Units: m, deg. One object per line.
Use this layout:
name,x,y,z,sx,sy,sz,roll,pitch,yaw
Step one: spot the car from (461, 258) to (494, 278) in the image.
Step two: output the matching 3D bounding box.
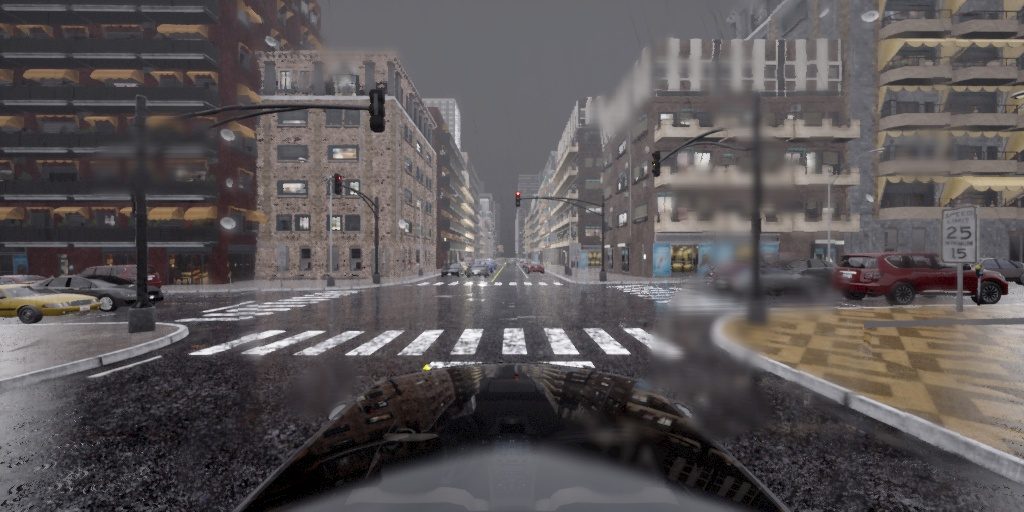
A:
car,-3.172,1.247,34.014,2.128,1.511,4.902,0,0,0

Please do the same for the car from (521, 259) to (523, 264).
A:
car,2.590,1.200,46.524,1.967,1.591,4.097,0,0,0

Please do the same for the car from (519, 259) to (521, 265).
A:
car,2.565,1.349,57.889,1.802,1.307,4.207,0,0,0

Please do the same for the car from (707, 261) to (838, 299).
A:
car,11.180,1.084,15.692,4.181,1.385,1.994,-1,0,-1

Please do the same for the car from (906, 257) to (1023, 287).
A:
car,24.723,0.807,19.044,5.357,1.411,2.033,-1,0,-1

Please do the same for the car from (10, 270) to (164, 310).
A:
car,-17.898,1.560,15.370,4.892,1.490,1.837,-1,0,-1

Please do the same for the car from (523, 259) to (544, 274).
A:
car,2.603,1.198,40.842,1.967,1.591,4.097,0,0,0

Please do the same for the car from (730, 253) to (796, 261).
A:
car,14.531,0.759,21.520,5.009,1.841,2.192,0,0,-1

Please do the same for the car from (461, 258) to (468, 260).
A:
car,-5.777,1.284,40.651,1.751,1.417,4.829,0,0,0

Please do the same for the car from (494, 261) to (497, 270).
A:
car,-3.192,1.237,43.437,1.882,1.535,5.008,0,0,0

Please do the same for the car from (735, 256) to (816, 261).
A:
car,14.933,0.947,18.933,4.892,1.490,1.837,-1,0,-1

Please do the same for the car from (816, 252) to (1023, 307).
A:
car,14.685,0.775,13.141,5.009,1.841,2.192,0,0,-1

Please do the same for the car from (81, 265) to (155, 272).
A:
car,-23.642,1.462,21.069,5.009,1.841,2.192,0,0,-1

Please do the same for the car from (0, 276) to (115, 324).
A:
car,-17.654,1.585,12.786,4.829,1.417,1.751,0,0,-1

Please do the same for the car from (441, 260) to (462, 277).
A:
car,-5.765,1.322,35.139,1.948,1.339,4.313,0,0,0
